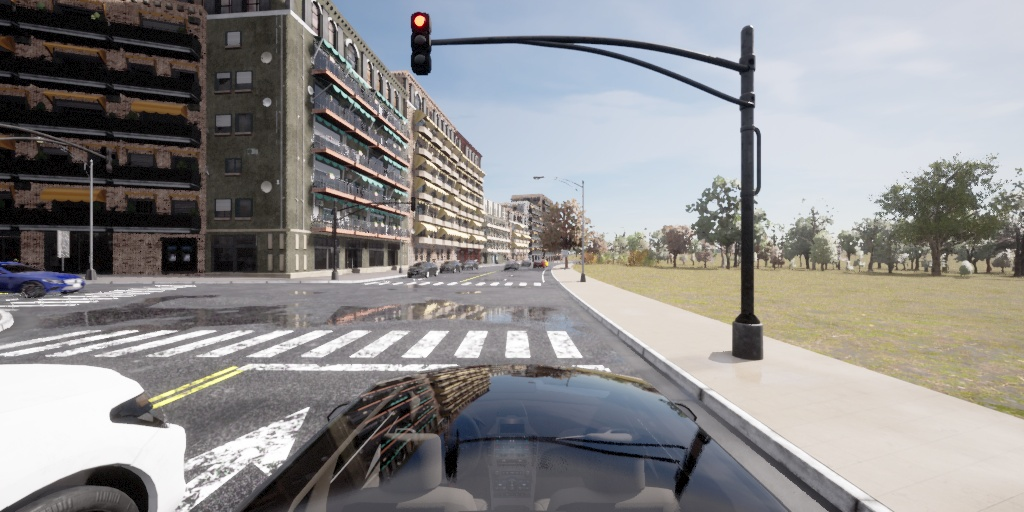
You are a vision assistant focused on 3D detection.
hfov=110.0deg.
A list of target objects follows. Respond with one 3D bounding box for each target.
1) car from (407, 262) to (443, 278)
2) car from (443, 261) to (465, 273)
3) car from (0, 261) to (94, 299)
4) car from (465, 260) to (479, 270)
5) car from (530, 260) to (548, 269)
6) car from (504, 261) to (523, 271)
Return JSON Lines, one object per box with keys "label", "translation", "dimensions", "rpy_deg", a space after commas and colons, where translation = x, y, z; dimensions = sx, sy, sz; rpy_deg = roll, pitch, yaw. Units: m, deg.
{"label": "car", "translation": [-8.504, 1.313, 34.511], "dimensions": [1.837, 1.490, 4.892], "rpy_deg": [0, 0, 5]}
{"label": "car", "translation": [-7.593, 1.350, 44.608], "dimensions": [1.837, 1.490, 4.892], "rpy_deg": [0, 0, 6]}
{"label": "car", "translation": [-20.822, 0.955, 14.590], "dimensions": [4.674, 1.442, 1.812], "rpy_deg": [1, 0, -19]}
{"label": "car", "translation": [-6.407, 1.378, 54.929], "dimensions": [2.128, 1.511, 4.902], "rpy_deg": [0, 0, 7]}
{"label": "car", "translation": [4.865, 1.413, 63.842], "dimensions": [1.882, 1.535, 5.008], "rpy_deg": [0, 0, 9]}
{"label": "car", "translation": [0.040, 1.427, 52.764], "dimensions": [2.033, 1.411, 5.357], "rpy_deg": [0, 0, 6]}
